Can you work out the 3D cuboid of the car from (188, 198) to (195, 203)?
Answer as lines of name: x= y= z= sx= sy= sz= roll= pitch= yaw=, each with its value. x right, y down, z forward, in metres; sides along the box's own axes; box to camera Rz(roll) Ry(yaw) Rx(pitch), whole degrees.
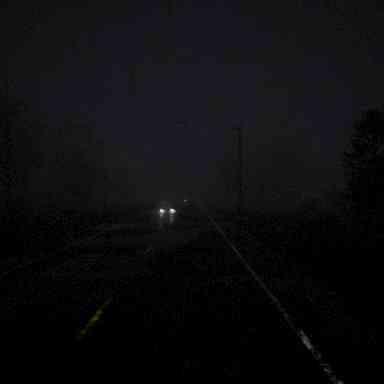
car: x=-0.064 y=2.274 z=93.454 sx=1.895 sy=1.301 sz=4.718 roll=0 pitch=0 yaw=0

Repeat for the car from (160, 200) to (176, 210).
car: x=-3.577 y=1.861 z=49.500 sx=1.812 sy=1.442 sz=4.674 roll=0 pitch=0 yaw=1

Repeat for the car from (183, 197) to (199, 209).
car: x=0.063 y=1.914 z=53.765 sx=2.033 sy=1.411 sz=5.357 roll=0 pitch=0 yaw=0
